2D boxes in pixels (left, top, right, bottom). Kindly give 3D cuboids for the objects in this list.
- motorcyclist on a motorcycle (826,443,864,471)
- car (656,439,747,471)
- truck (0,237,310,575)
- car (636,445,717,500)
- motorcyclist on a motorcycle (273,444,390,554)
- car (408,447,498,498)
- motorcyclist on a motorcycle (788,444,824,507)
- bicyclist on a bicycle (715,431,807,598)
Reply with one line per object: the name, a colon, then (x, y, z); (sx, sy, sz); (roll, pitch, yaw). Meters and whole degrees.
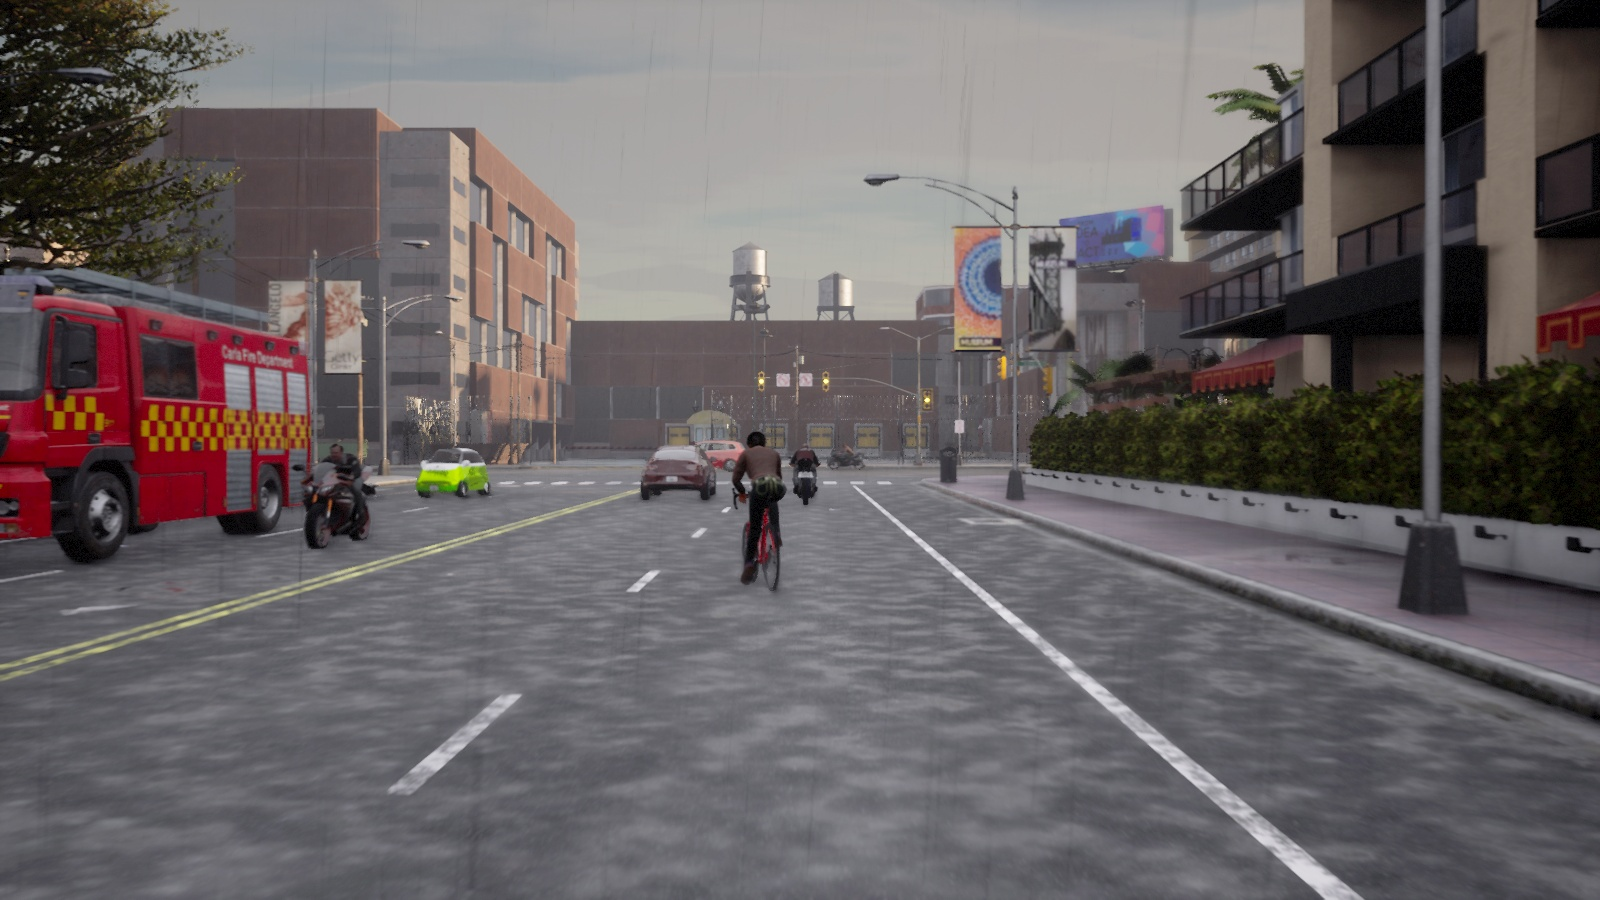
motorcyclist on a motorcycle: (2.475, 0.365, 69.095); (2.044, 1.523, 0.797); (0, 0, -1)
car: (-5.106, 0.240, 65.622); (4.611, 1.667, 2.242); (0, 0, 0)
truck: (-10.317, -0.524, 18.456); (2.891, 3.827, 8.468); (0, 0, 0)
car: (-3.369, 0.584, 35.111); (1.812, 1.442, 4.674); (0, 0, 0)
motorcyclist on a motorcycle: (-6.883, 0.678, 18.581); (0.866, 1.530, 2.191); (0, 0, 1)
car: (-9.736, 0.607, 35.324); (1.481, 1.376, 2.207); (0, 0, 17)
motorcyclist on a motorcycle: (0.129, 0.615, 31.421); (0.866, 1.530, 2.191); (0, 0, 0)
bicyclist on a bicycle: (-0.430, 0.630, 13.093); (0.582, 1.620, 1.656); (0, 0, -15)
